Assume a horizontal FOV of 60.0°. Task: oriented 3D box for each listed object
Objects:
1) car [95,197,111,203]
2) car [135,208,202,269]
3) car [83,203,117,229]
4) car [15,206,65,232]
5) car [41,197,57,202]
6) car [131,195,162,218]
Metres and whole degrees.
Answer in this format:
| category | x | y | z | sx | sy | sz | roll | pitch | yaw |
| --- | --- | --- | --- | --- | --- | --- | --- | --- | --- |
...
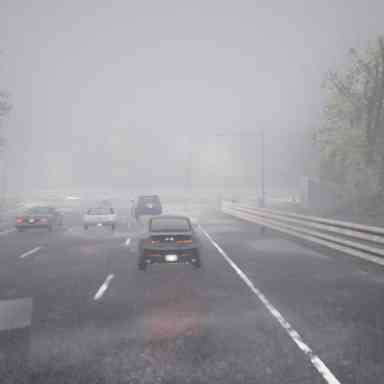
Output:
| category | x | y | z | sx | sy | sz | roll | pitch | yaw |
| --- | --- | --- | --- | --- | --- | --- | --- | --- | --- |
| car | -14.488 | 1.605 | 54.336 | 1.812 | 1.442 | 4.674 | 0 | 0 | -28 |
| car | -0.813 | 1.514 | 11.301 | 1.837 | 1.490 | 4.892 | 0 | 0 | -6 |
| car | -5.916 | 1.633 | 21.786 | 1.895 | 1.301 | 4.718 | 0 | 0 | -12 |
| car | -9.159 | 1.590 | 20.370 | 2.033 | 1.411 | 5.357 | 0 | 0 | -12 |
| car | -34.911 | 1.760 | 81.009 | 4.718 | 1.301 | 1.895 | 0 | 0 | 43 |
| car | -4.000 | 1.251 | 28.777 | 2.150 | 2.045 | 5.566 | 0 | 0 | -15 |
